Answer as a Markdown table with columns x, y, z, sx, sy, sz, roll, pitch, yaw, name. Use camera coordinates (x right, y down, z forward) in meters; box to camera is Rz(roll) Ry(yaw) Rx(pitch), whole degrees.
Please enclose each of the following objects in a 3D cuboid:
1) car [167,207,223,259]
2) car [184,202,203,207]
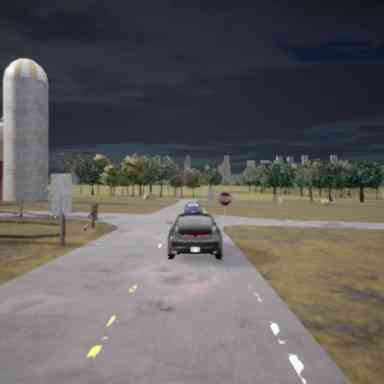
| x | y | z | sx | sy | sz | roll | pitch | yaw | name |
| --- | --- | --- | --- | --- | --- | --- | --- | --- | --- |
| 0.102 | 1.533 | 12.652 | 1.837 | 1.490 | 4.892 | 0 | 0 | 0 | car |
| 0.122 | 1.765 | 34.843 | 1.812 | 1.442 | 4.674 | 0 | 0 | 0 | car |
